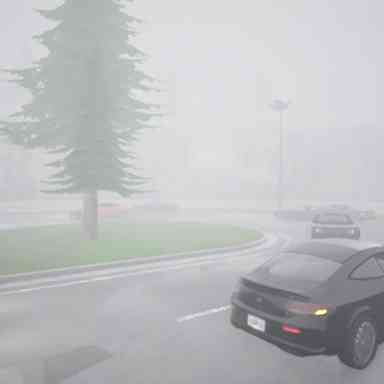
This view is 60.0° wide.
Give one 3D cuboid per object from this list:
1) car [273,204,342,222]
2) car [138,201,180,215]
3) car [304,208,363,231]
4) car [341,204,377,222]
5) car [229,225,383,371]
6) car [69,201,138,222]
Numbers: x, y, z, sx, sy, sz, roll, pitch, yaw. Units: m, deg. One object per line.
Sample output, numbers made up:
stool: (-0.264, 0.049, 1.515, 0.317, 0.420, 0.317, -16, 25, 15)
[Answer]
car: (8.262, 1.659, 24.677, 1.895, 1.301, 4.718, 0, 0, -30)
car: (-3.933, 1.593, 34.342, 5.357, 1.411, 2.033, 0, 0, -2)
car: (6.521, 1.641, 15.777, 1.895, 1.301, 4.718, 0, 0, 17)
car: (11.467, 1.616, 26.061, 2.033, 1.411, 5.357, 0, 0, -30)
car: (2.709, 1.541, 5.683, 4.674, 1.442, 1.812, 0, 0, -36)
car: (-7.129, 1.503, 26.519, 5.008, 1.535, 1.882, 0, -1, -19)
